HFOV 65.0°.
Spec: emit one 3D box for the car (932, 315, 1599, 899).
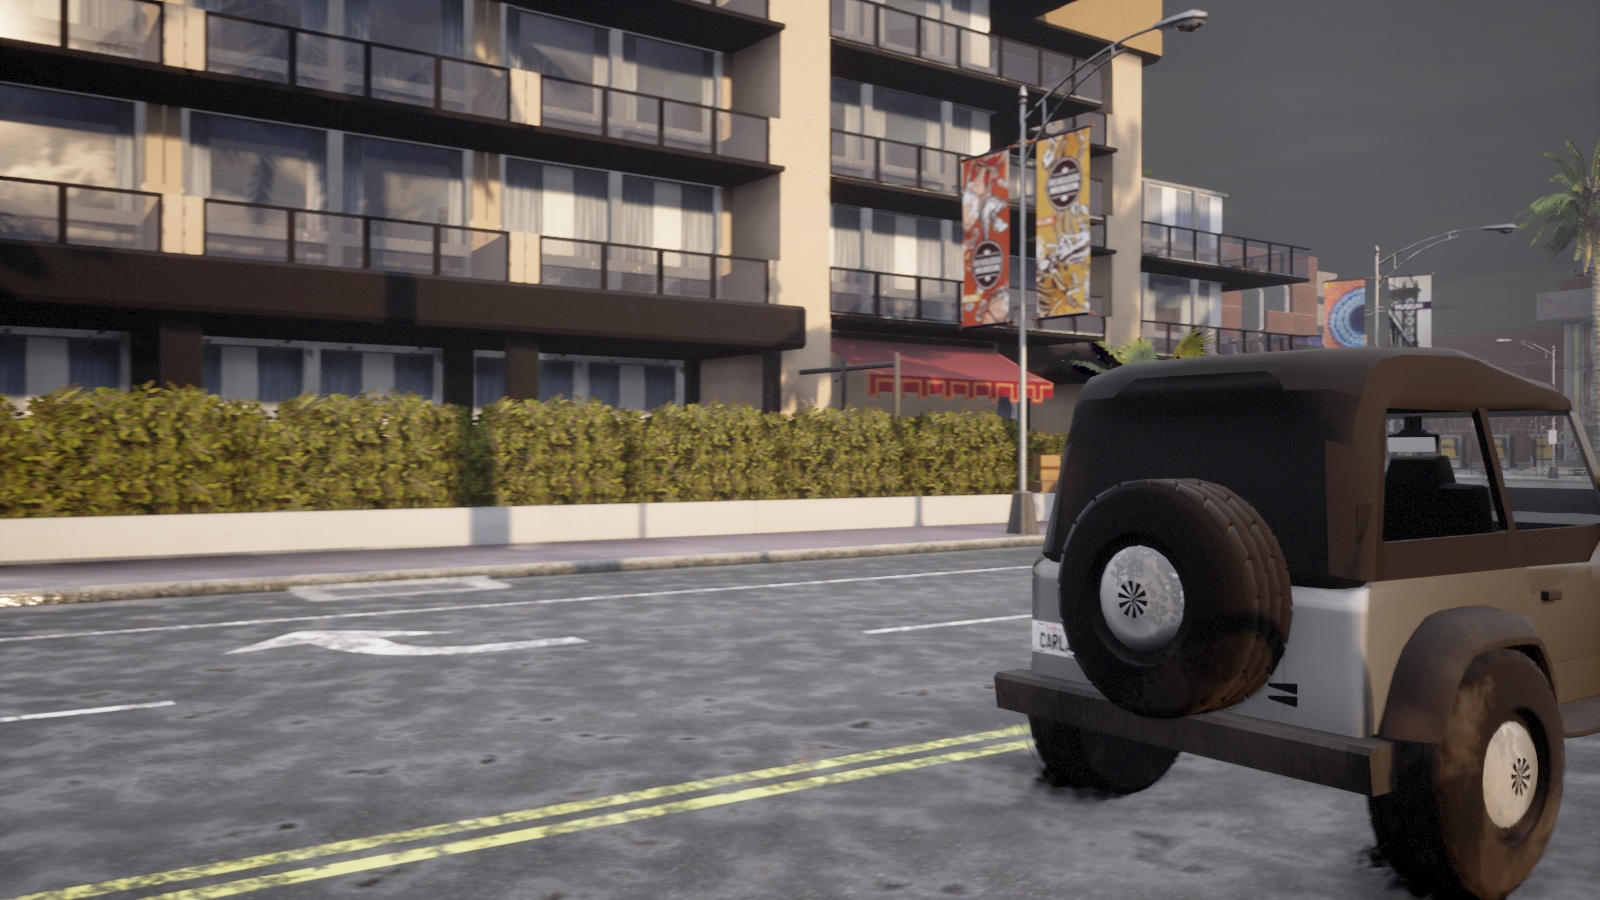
[{"bbox_3d":[2.680,0.549,5.525,3.866,1.878,1.905,0,0,-35],"label":"car"}]
